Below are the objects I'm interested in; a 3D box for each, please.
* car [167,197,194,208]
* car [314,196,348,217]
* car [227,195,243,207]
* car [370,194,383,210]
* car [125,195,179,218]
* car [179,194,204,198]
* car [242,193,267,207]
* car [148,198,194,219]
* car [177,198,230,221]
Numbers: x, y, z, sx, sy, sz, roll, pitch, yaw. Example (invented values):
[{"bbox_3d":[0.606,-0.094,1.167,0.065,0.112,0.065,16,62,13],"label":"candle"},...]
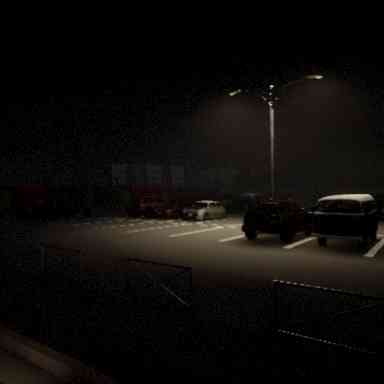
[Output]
[{"bbox_3d":[-1.546,1.436,46.094,1.784,1.438,3.905,0,0,36],"label":"car"},{"bbox_3d":[14.498,1.458,34.501,1.970,1.475,3.806,0,0,36],"label":"car"},{"bbox_3d":[8.687,1.469,60.250,1.970,1.475,3.806,0,0,36],"label":"car"},{"bbox_3d":[26.938,1.218,47.059,1.905,1.878,3.866,0,0,36],"label":"car"},{"bbox_3d":[-3.580,1.221,28.889,1.932,1.855,4.605,0,0,36],"label":"car"},{"bbox_3d":[0.762,1.224,44.342,1.932,1.855,4.605,0,0,36],"label":"car"},{"bbox_3d":[11.025,1.228,58.542,1.905,1.878,3.866,0,0,36],"label":"car"},{"bbox_3d":[-1.377,1.430,27.355,1.784,1.438,3.905,0,0,36],"label":"car"},{"bbox_3d":[0.967,1.460,25.656,1.970,1.475,3.806,0,0,36],"label":"car"}]
